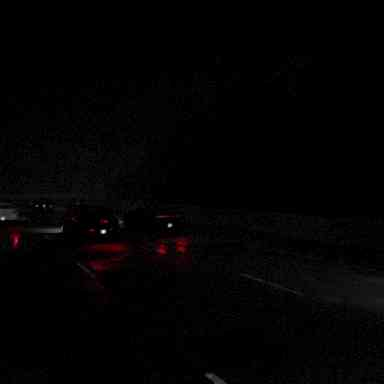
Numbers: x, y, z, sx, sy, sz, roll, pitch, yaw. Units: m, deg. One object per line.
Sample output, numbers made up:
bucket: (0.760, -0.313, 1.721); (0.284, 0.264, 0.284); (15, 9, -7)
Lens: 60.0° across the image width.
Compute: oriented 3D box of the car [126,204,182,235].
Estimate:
car: (-2.359, 1.436, 18.745); (2.128, 1.511, 4.902); (0, 0, -31)

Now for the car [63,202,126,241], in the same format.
car: (-5.112, 1.447, 16.530); (1.837, 1.490, 4.892); (0, 0, -31)

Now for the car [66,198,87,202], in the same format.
car: (-12.523, 1.357, 36.309); (2.128, 1.511, 4.902); (0, 0, -28)

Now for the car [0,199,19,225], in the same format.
car: (-12.924, 1.428, 22.763); (1.812, 1.442, 4.674); (0, 0, -31)

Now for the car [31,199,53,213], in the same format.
car: (-15.642, 1.409, 34.667); (2.033, 1.411, 5.357); (0, 0, -28)
